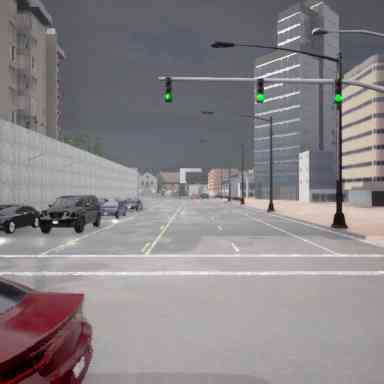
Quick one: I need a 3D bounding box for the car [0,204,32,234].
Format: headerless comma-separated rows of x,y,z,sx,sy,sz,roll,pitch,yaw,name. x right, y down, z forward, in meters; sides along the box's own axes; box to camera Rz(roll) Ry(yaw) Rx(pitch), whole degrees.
-10.612,1.504,19.423,1.837,1.490,4.892,0,0,0,car

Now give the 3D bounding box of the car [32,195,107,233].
-7.109,1.220,20.056,2.150,2.045,5.566,0,0,0,car

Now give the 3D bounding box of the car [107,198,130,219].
-7.117,1.524,29.696,1.812,1.442,4.674,0,0,0,car

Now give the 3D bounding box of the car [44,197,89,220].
-10.617,1.351,28.491,2.097,1.767,4.553,0,0,0,car

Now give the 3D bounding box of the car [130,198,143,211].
-7.115,1.490,40.039,2.128,1.511,4.902,0,0,0,car

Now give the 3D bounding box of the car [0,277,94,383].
-3.534,1.481,3.123,5.008,1.535,1.882,0,0,0,car

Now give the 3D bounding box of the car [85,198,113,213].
-10.617,1.503,38.309,1.837,1.490,4.892,0,0,0,car

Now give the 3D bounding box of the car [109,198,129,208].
-10.586,1.599,48.369,1.895,1.301,4.718,0,0,0,car
